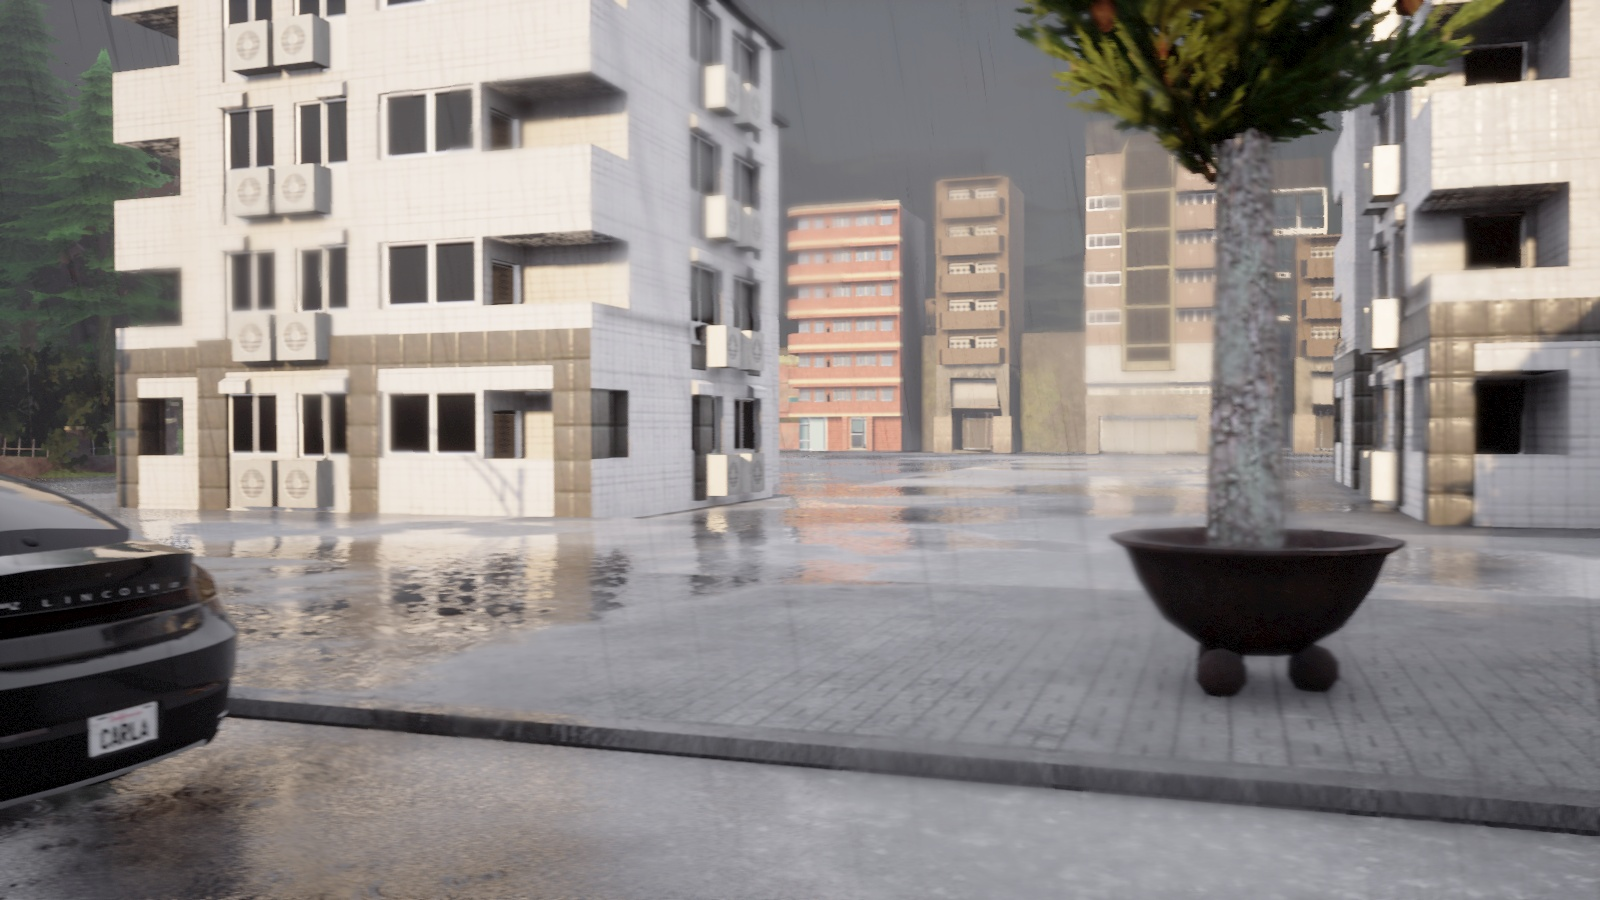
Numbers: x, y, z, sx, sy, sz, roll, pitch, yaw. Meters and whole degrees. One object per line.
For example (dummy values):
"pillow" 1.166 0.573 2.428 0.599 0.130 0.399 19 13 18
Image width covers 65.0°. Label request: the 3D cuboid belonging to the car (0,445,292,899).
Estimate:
"car" -4.810 0.728 5.319 4.892 1.490 1.837 0 1 18
